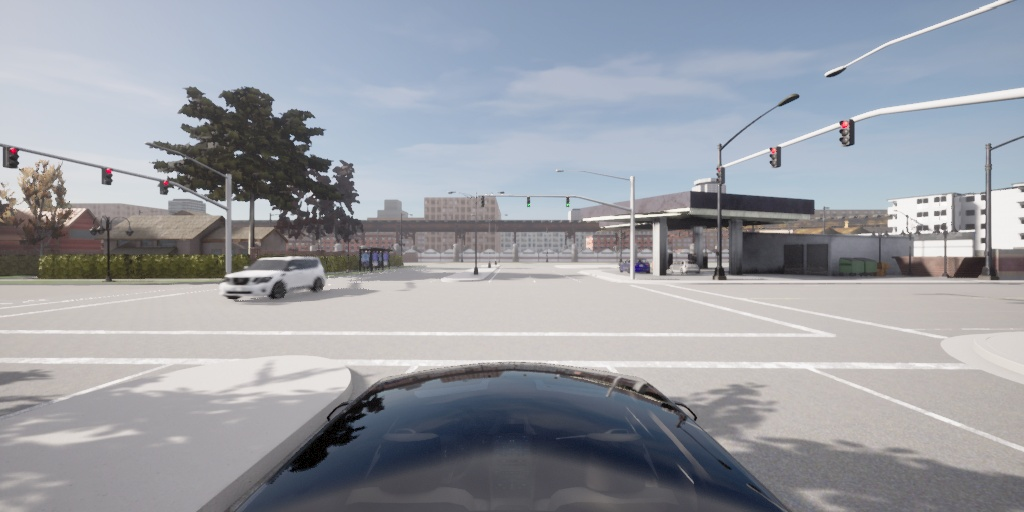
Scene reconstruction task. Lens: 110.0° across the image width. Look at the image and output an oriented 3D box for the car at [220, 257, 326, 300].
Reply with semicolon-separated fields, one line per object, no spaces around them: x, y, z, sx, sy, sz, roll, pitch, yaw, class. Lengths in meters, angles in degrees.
-11.496;1.050;17.848;2.150;2.045;5.566;0;0;0;car
